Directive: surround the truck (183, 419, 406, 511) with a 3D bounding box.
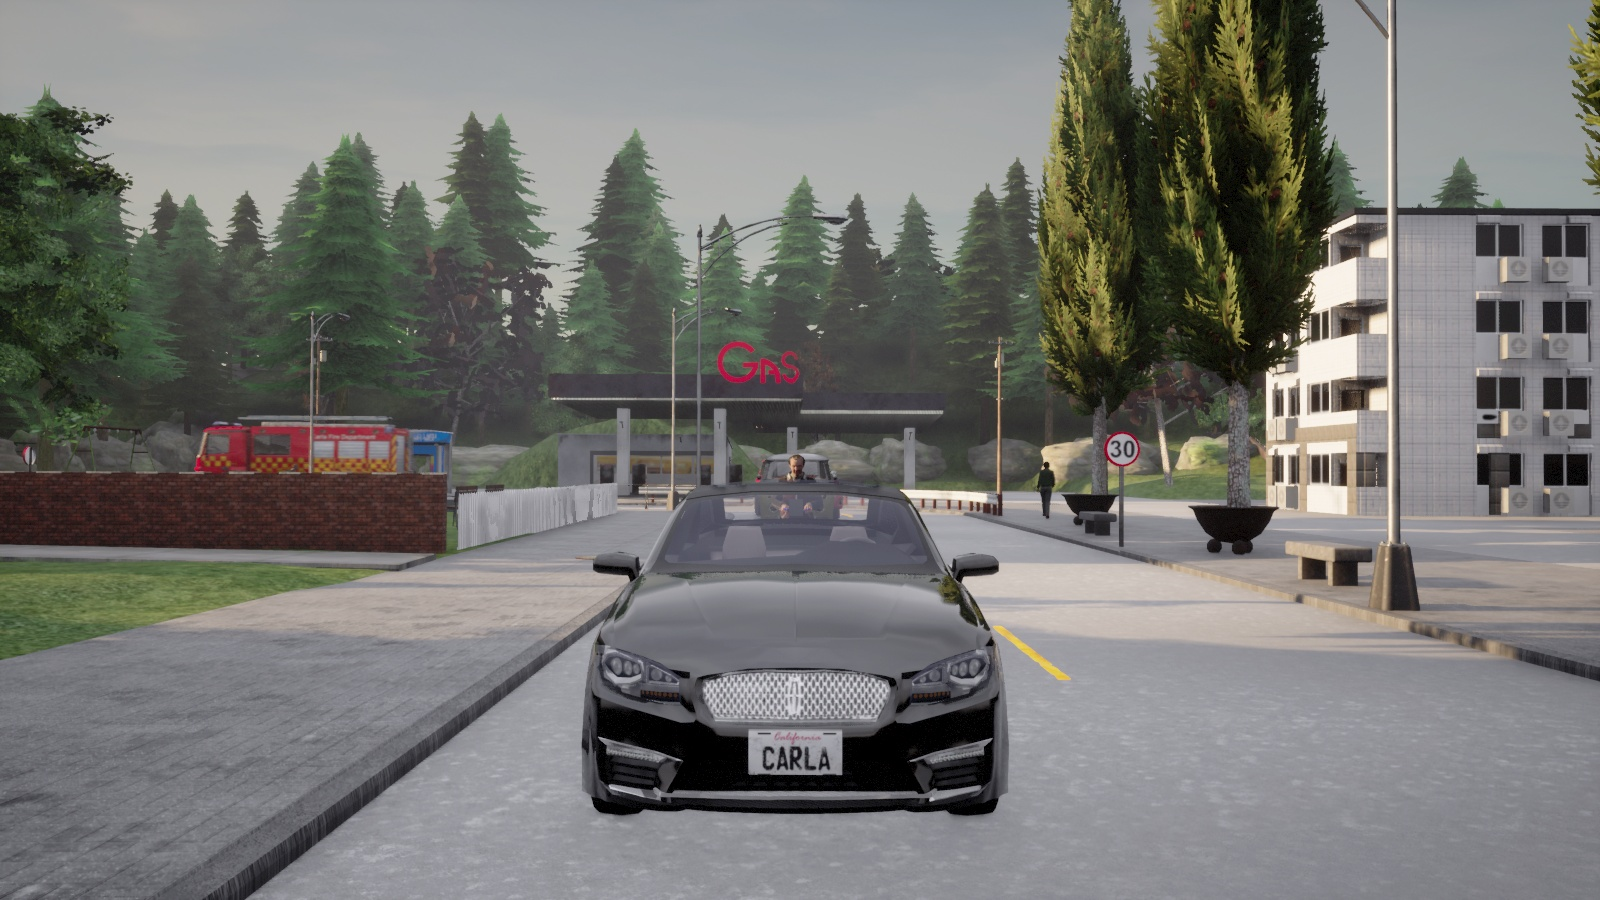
[{"bbox_3d":[-21.669,0.645,54.177,8.468,3.827,2.891,0,-1,-1],"label":"truck"}]

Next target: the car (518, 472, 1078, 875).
[{"bbox_3d":[-0.017,0.892,7.230,2.128,1.511,4.902,0,-1,0],"label":"car"}]

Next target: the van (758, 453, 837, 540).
[{"bbox_3d":[-0.066,1.079,30.720,1.775,1.987,4.442,0,-1,0],"label":"van"}]

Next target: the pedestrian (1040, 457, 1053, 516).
[{"bbox_3d":[7.754,1.156,39.564,0.353,1.847,0.614,0,-1,8],"label":"pedestrian"}]
